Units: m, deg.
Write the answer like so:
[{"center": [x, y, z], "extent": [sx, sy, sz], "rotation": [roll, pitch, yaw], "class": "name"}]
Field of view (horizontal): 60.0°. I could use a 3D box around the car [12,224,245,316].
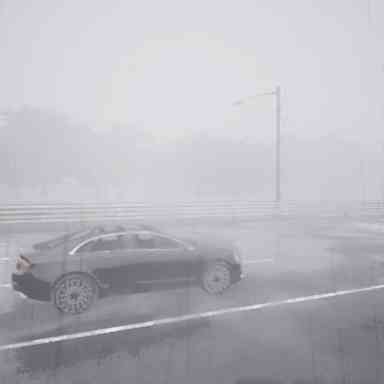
[{"center": [-1.181, 1.468, 7.330], "extent": [4.902, 1.511, 2.128], "rotation": [0, 0, -23], "class": "car"}]
